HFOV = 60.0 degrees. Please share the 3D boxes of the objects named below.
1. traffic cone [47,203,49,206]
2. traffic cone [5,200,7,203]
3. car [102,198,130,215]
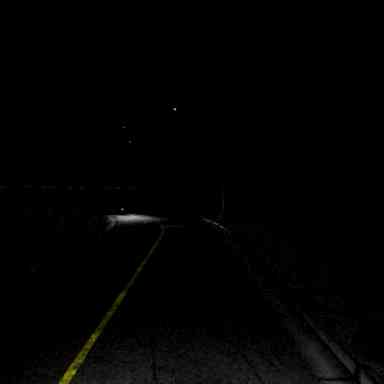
[{"bbox_3d":[-19.724,1.635,45.556,0.340,0.580,0.340,1,1,35],"label":"traffic cone"},{"bbox_3d":[-27.914,1.426,49.940,0.340,0.580,0.340,1,1,21],"label":"traffic cone"},{"bbox_3d":[-7.544,1.354,32.801,2.128,1.511,4.902,0,0,-28],"label":"car"}]
